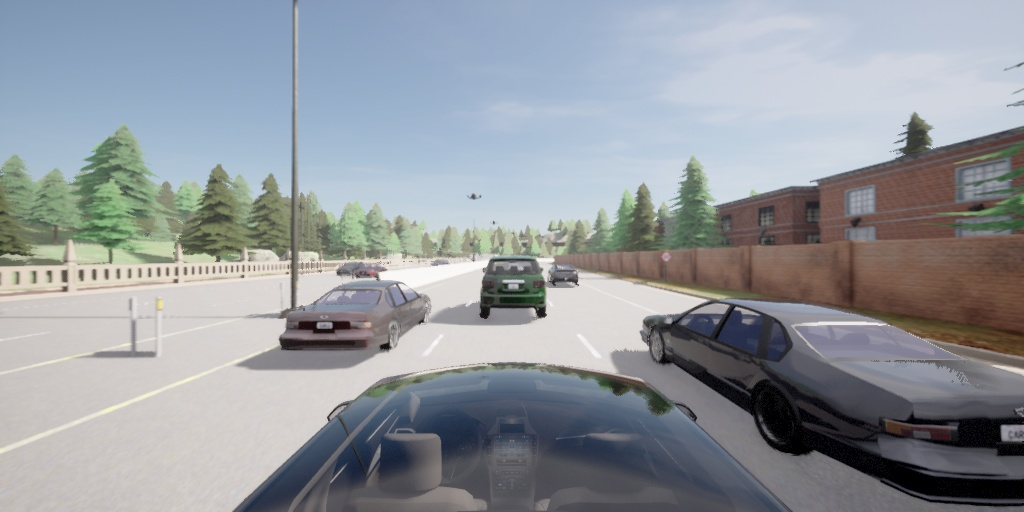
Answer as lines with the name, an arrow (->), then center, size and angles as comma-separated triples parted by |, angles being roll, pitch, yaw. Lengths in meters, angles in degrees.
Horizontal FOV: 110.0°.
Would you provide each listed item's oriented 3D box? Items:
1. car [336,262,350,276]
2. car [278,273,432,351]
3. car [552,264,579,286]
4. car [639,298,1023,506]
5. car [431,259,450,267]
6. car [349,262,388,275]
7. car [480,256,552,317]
car -> -17.224, 1.391, 38.974 | 1.837, 1.490, 4.892 | 0, 0, 2
car -> -3.445, 1.324, 9.055 | 2.033, 1.411, 5.357 | 0, 0, 0
car -> 3.681, 1.330, 26.355 | 2.128, 1.511, 4.902 | 0, 0, 1
car -> 3.583, 1.309, 5.047 | 2.033, 1.411, 5.357 | 0, 0, 0
car -> -9.921, 1.274, 49.807 | 2.097, 1.767, 4.553 | 0, 0, 2
car -> -13.815, 1.436, 35.328 | 1.994, 1.385, 4.181 | 0, 0, 1
car -> 0.031, 1.014, 13.444 | 2.150, 2.045, 5.566 | 0, 0, 0
